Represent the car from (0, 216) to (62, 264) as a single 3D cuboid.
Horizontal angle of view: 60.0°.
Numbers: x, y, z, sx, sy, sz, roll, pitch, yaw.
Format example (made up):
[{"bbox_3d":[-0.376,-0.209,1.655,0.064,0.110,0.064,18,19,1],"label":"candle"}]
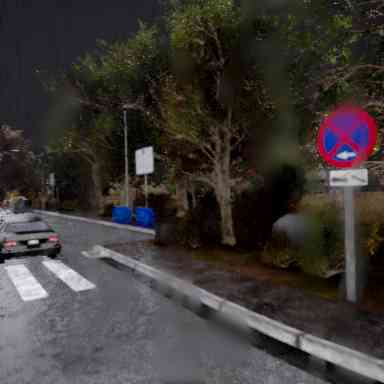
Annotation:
[{"bbox_3d":[-6.297,1.620,12.302,2.033,1.411,5.357,-2,0,-35],"label":"car"}]
